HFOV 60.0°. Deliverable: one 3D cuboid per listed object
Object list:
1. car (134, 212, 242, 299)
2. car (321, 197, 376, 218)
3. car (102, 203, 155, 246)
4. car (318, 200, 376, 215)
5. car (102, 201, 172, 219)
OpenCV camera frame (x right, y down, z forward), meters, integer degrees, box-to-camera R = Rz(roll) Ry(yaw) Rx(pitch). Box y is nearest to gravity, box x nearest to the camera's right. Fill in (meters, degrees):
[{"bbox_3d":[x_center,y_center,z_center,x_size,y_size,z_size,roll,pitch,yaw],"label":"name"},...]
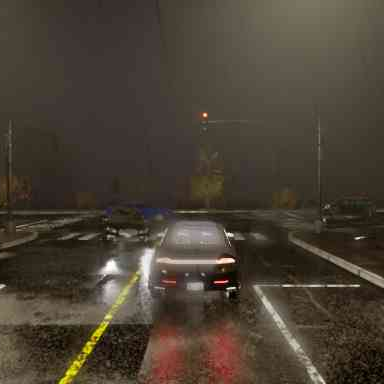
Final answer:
[{"bbox_3d":[0.083,1.489,8.425,2.128,1.511,4.902,0,0,1],"label":"car"},{"bbox_3d":[13.144,1.232,28.529,4.553,1.767,2.097,0,1,-1],"label":"car"},{"bbox_3d":[-3.095,1.501,15.577,1.837,1.490,4.892,4,-1,-14],"label":"car"},{"bbox_3d":[14.749,1.430,31.811,4.718,1.301,1.895,0,1,-2],"label":"car"},{"bbox_3d":[-3.997,1.462,25.299,5.008,1.535,1.882,0,0,1],"label":"car"}]
